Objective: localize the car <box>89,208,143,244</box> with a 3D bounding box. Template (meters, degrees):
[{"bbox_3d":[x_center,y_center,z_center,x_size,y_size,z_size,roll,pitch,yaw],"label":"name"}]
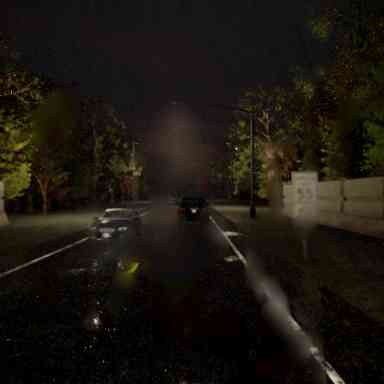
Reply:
[{"bbox_3d":[-3.594,1.563,16.422,2.128,1.511,4.902,1,-1,0],"label":"car"}]

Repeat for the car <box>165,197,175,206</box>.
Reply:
[{"bbox_3d":[-3.549,1.709,57.893,2.128,1.511,4.902,0,0,1],"label":"car"}]

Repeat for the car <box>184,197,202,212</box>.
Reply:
[{"bbox_3d":[0.097,1.527,42.310,2.097,1.767,4.553,0,0,0],"label":"car"}]

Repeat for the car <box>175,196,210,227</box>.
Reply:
[{"bbox_3d":[0.094,1.333,24.001,2.150,2.045,5.566,0,0,-1],"label":"car"}]
